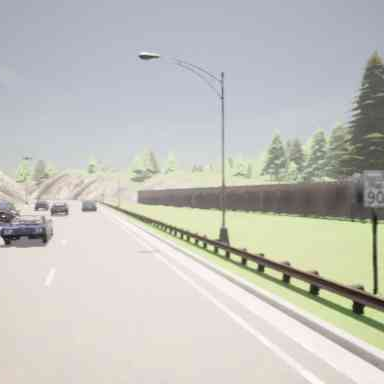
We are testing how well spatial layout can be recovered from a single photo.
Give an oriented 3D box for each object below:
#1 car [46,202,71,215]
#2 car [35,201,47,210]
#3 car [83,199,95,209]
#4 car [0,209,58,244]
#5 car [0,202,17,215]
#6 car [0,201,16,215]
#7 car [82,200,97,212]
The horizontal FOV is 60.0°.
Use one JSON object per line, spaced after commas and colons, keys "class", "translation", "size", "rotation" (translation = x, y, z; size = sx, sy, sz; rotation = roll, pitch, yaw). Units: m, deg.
{"class": "car", "translation": [-15.552, 1.934, 39.392], "size": [2.128, 1.511, 4.902], "rotation": [0, 0, -18]}
{"class": "car", "translation": [-23.378, 2.111, 52.024], "size": [1.837, 1.490, 4.892], "rotation": [0, 0, -18]}
{"class": "car", "translation": [-17.534, 2.074, 56.339], "size": [1.882, 1.535, 5.008], "rotation": [0, 0, -18]}
{"class": "car", "translation": [-8.217, 1.804, 17.045], "size": [1.895, 1.301, 4.718], "rotation": [0, 0, -18]}
{"class": "car", "translation": [-15.125, 1.842, 26.869], "size": [1.837, 1.490, 4.892], "rotation": [0, 0, -18]}
{"class": "car", "translation": [-23.908, 2.007, 42.408], "size": [1.882, 1.535, 5.008], "rotation": [0, 0, -18]}
{"class": "car", "translation": [-14.402, 2.059, 46.798], "size": [1.994, 1.385, 4.181], "rotation": [0, 0, -18]}
